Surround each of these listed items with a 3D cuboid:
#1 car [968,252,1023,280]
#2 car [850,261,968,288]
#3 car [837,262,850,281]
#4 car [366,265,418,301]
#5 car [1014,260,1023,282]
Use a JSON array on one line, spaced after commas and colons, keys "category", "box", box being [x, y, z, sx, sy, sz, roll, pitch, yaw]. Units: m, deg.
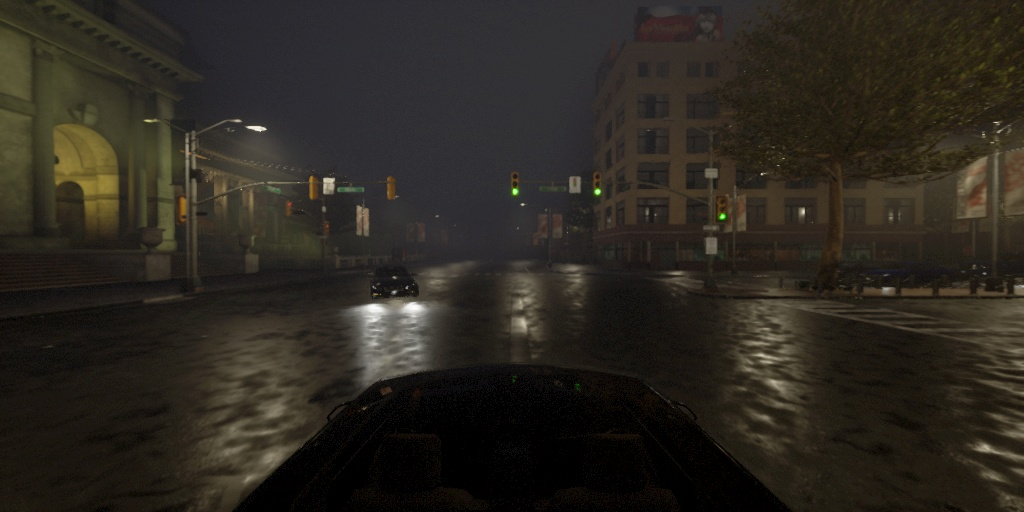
[{"category": "car", "box": [33.962, 0.733, 24.781, 5.566, 2.045, 2.150, 0, 1, 0]}, {"category": "car", "box": [23.379, 1.073, 21.256, 4.674, 1.442, 1.812, 0, 1, 0]}, {"category": "car", "box": [23.678, 1.076, 24.745, 4.181, 1.385, 1.994, 0, 1, 0]}, {"category": "car", "box": [-5.635, 1.177, 16.655, 1.837, 1.490, 4.892, -2, 1, -22]}, {"category": "car", "box": [33.450, 1.111, 21.270, 4.181, 1.385, 1.994, 0, 1, 0]}]
